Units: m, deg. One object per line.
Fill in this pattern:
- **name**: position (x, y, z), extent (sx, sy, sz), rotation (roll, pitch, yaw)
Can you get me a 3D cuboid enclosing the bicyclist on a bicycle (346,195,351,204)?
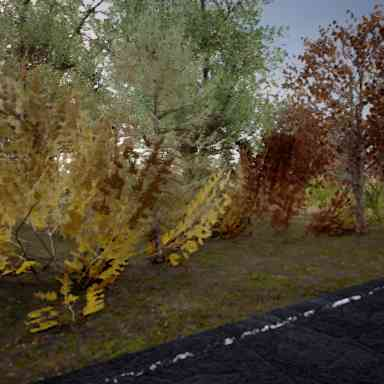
- **bicyclist on a bicycle**: position (19.138, 1.197, 40.981), extent (1.656, 1.620, 0.582), rotation (0, 1, -36)
